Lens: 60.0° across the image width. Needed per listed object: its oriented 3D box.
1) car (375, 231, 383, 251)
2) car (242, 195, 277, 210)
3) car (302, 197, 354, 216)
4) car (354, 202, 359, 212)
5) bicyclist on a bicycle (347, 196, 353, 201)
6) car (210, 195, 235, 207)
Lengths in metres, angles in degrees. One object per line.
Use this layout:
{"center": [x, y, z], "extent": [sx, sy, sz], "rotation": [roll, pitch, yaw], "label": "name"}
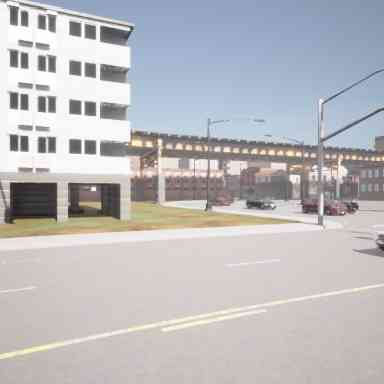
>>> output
{"center": [8.804, 1.601, 11.745], "extent": [4.718, 1.301, 1.895], "rotation": [0, 0, -24], "label": "car"}
{"center": [8.768, 1.491, 42.491], "extent": [2.128, 1.511, 4.902], "rotation": [0, 0, -25], "label": "car"}
{"center": [13.153, 1.352, 33.082], "extent": [2.097, 1.767, 4.553], "rotation": [0, 0, -25], "label": "car"}
{"center": [15.686, 1.491, 36.249], "extent": [2.128, 1.511, 4.902], "rotation": [0, 0, -24], "label": "car"}
{"center": [20.487, 1.303, 43.306], "extent": [1.656, 1.620, 0.582], "rotation": [0, 0, -25], "label": "bicyclist on a bicycle"}
{"center": [4.417, 1.478, 52.614], "extent": [1.882, 1.535, 5.008], "rotation": [0, 0, -18], "label": "car"}
